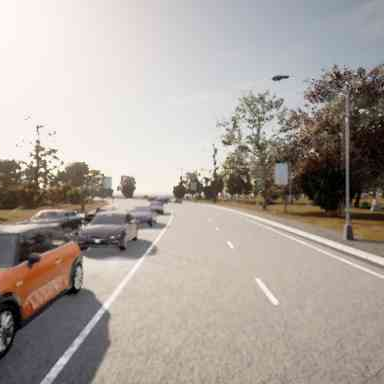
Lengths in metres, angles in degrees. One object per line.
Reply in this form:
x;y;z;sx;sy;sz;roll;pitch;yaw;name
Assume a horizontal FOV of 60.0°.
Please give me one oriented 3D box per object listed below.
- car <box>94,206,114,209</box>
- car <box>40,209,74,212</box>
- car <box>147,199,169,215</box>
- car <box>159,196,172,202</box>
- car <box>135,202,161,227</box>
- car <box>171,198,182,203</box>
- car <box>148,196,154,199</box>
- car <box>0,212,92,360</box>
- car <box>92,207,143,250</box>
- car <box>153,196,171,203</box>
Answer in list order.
-7.220;1.833;27.166;1.895;1.301;4.718;0;0;-1;car
-7.123;1.655;17.135;2.128;1.511;4.902;0;0;0;car
-4.063;1.829;37.924;2.033;1.411;5.357;0;0;-3;car
-7.122;1.860;88.822;2.033;1.411;5.357;0;0;-22;car
-3.690;1.746;25.067;1.812;1.442;4.674;0;0;0;car
-3.815;2.009;79.094;1.895;1.301;4.718;0;0;-18;car
-10.358;1.791;87.486;1.882;1.535;5.008;0;0;-22;car
-3.601;1.413;5.968;2.097;1.767;4.553;0;-1;0;car
-3.616;1.652;15.110;1.837;1.490;4.892;0;-1;0;car
-7.071;1.881;77.792;1.882;1.535;5.008;0;0;-18;car
